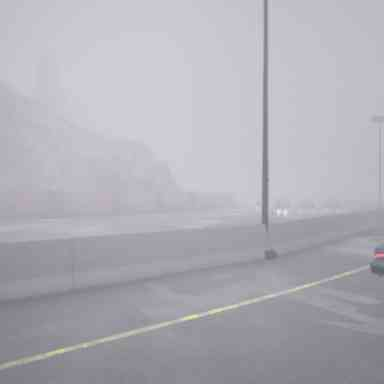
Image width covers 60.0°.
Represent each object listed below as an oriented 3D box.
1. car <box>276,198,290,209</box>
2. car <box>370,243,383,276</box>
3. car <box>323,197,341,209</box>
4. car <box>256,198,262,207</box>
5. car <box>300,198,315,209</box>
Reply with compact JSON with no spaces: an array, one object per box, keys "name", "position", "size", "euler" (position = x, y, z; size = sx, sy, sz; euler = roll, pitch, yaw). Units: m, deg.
[{"name":"car","position":[13.780,1.712,50.326],"size":[2.128,1.511,4.902],"euler":[0,0,17]},{"name":"car","position":[6.799,1.606,9.183],"size":[5.357,1.411,2.033],"euler":[0,0,-41]},{"name":"car","position":[20.875,1.600,49.618],"size":[2.097,1.767,4.553],"euler":[0,0,17]},{"name":"car","position":[12.105,1.712,57.307],"size":[1.882,1.535,5.008],"euler":[0,-1,12]},{"name":"car","position":[17.204,1.710,49.505],"size":[1.882,1.535,5.008],"euler":[0,0,17]}]
